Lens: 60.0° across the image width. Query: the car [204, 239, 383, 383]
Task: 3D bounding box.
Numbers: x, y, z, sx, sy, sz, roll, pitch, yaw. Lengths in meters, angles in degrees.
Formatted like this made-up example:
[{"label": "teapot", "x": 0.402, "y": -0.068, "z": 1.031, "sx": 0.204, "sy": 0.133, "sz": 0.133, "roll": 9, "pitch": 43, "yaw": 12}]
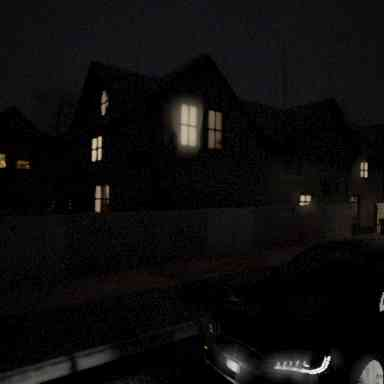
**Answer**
[{"label": "car", "x": 2.392, "y": 1.512, "z": 4.789, "sx": 4.892, "sy": 1.490, "sz": 1.837, "roll": 0, "pitch": 0, "yaw": -36}]
